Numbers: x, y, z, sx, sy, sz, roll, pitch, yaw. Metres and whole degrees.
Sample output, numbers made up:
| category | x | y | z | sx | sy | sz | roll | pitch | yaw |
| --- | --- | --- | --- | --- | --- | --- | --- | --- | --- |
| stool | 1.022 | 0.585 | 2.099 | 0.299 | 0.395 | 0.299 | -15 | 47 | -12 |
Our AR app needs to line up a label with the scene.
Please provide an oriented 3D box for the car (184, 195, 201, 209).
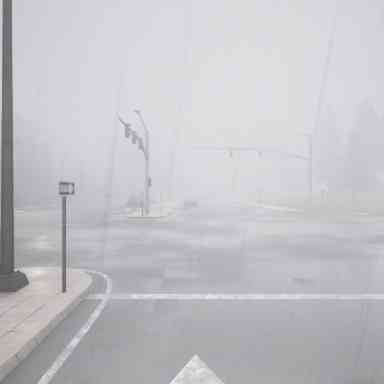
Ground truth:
| category | x | y | z | sx | sy | sz | roll | pitch | yaw |
| --- | --- | --- | --- | --- | --- | --- | --- | --- | --- |
| car | -0.153 | 1.526 | 44.823 | 1.812 | 1.442 | 4.674 | 0 | 0 | -1 |

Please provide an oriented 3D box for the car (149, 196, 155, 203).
| category | x | y | z | sx | sy | sz | roll | pitch | yaw |
| --- | --- | --- | --- | --- | --- | --- | --- | --- | --- |
| car | -8.521 | 1.504 | 67.613 | 1.837 | 1.490 | 4.892 | 0 | 0 | -1 |

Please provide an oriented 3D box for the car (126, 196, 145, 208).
| category | x | y | z | sx | sy | sz | roll | pitch | yaw |
| --- | --- | --- | --- | --- | --- | --- | --- | --- | --- |
| car | -8.311 | 1.352 | 48.685 | 2.097 | 1.767 | 4.553 | 0 | 0 | -1 |

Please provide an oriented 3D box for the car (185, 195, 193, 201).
| category | x | y | z | sx | sy | sz | roll | pitch | yaw |
| --- | --- | --- | --- | --- | --- | --- | --- | --- | --- |
| car | -0.806 | 1.500 | 85.866 | 1.837 | 1.490 | 4.892 | 0 | 0 | -1 |

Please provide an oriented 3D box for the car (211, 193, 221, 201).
| category | x | y | z | sx | sy | sz | roll | pitch | yaw |
| --- | --- | --- | --- | --- | --- | --- | --- | --- | --- |
| car | 6.193 | 1.225 | 85.939 | 2.150 | 2.045 | 5.566 | 0 | 0 | -1 |

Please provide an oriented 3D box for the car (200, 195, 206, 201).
| category | x | y | z | sx | sy | sz | roll | pitch | yaw |
| --- | --- | --- | --- | --- | --- | --- | --- | --- | --- |
| car | 2.693 | 1.524 | 85.929 | 1.812 | 1.442 | 4.674 | 0 | 0 | -1 |
